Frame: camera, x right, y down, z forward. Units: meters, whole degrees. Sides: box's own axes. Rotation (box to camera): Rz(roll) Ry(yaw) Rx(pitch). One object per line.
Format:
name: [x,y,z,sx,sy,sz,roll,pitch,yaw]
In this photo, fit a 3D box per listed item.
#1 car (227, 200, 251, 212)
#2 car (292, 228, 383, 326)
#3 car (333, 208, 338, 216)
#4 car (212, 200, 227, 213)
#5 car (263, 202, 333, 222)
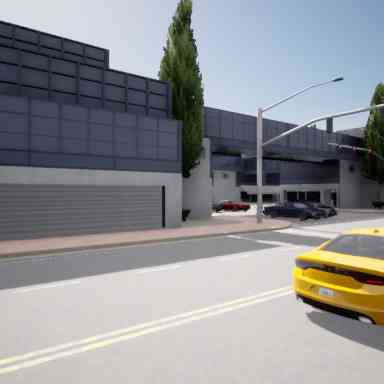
car: [4.506,1.601,38.044,1.895,1.301,4.718,0,0,-37]
car: [4.187,1.478,6.829,5.008,1.535,1.882,0,0,-36]
car: [10.737,1.563,29.739,1.994,1.385,4.181,0,0,-37]
car: [1.270,1.506,36.528,1.837,1.490,4.892,0,0,-37]
car: [8.234,1.547,27.006,2.033,1.411,5.357,0,0,-33]
